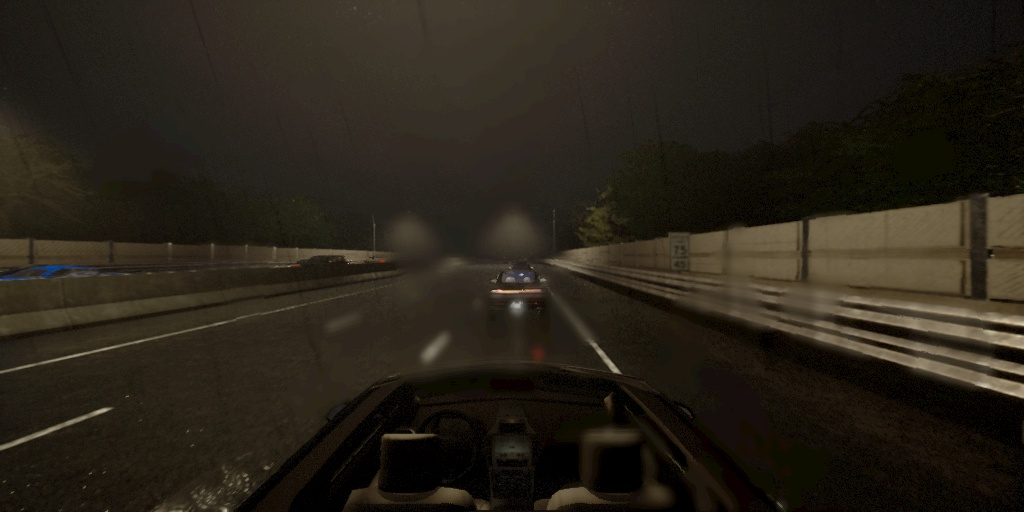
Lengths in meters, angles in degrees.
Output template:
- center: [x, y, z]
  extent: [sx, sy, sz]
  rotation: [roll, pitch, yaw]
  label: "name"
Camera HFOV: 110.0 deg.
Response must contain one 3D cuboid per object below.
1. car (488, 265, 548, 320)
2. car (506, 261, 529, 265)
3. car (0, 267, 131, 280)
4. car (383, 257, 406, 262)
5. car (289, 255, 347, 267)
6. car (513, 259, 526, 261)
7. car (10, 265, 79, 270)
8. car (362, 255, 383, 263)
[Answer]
- center: [0.241, 1.245, 12.653]
  extent: [2.128, 1.511, 4.902]
  rotation: [0, 0, 2]
  label: "car"
- center: [0.694, 1.311, 27.451]
  extent: [1.994, 1.385, 4.181]
  rotation: [0, 0, 2]
  label: "car"
- center: [-17.302, 1.287, 14.739]
  extent: [1.994, 1.385, 4.181]
  rotation: [0, 0, 2]
  label: "car"
- center: [-16.091, 1.214, 50.952]
  extent: [1.882, 1.535, 5.008]
  rotation: [0, 0, 2]
  label: "car"
- center: [-16.769, 0.938, 31.954]
  extent: [2.150, 2.045, 5.566]
  rotation: [0, 0, 2]
  label: "car"
- center: [1.495, 1.288, 53.499]
  extent: [1.994, 1.385, 4.181]
  rotation: [0, 0, 2]
  label: "car"
- center: [-20.760, 1.195, 16.133]
  extent: [1.882, 1.535, 5.008]
  rotation: [0, 0, 2]
  label: "car"
- center: [-19.588, 0.666, 51.092]
  extent: [2.097, 1.767, 4.553]
  rotation: [0, 0, 2]
  label: "car"
